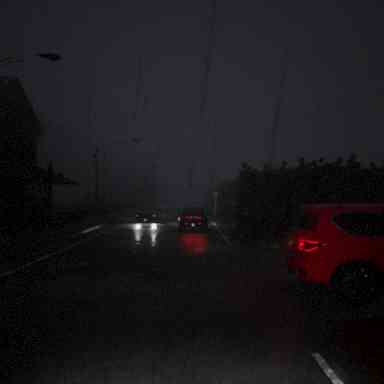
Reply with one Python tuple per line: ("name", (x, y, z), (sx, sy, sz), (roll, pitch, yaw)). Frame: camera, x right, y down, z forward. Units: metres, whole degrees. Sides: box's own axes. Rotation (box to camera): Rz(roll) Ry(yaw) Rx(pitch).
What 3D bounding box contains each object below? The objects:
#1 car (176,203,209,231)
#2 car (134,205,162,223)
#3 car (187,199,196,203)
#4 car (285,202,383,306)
("car", (0.055, 1.676, 21.754), (1.837, 1.490, 4.892), (0, 0, 0))
("car", (-3.578, 1.768, 28.169), (2.033, 1.411, 5.357), (0, 0, 0))
("car", (-0.155, 2.176, 74.283), (1.895, 1.301, 4.718), (0, 0, 0))
("car", (4.985, 1.281, 7.482), (5.566, 2.045, 2.150), (0, 1, 8))
